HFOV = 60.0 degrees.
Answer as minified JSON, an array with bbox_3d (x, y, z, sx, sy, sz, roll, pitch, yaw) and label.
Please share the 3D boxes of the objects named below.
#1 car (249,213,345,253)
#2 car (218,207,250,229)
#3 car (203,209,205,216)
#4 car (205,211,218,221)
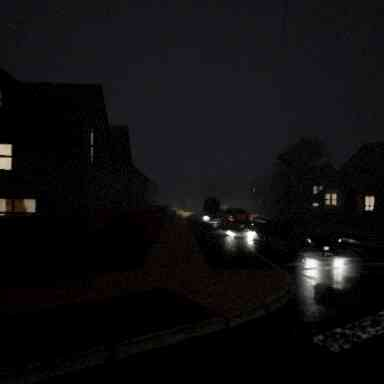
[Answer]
[{"bbox_3d":[4.822,1.932,15.882,2.033,1.411,5.357,1,-2,-12],"label":"car"},{"bbox_3d":[3.702,2.086,27.326,2.097,1.767,4.553,1,-2,-2],"label":"car"},{"bbox_3d":[2.716,3.020,52.400,2.128,1.511,4.902,1,-2,-2],"label":"car"},{"bbox_3d":[3.173,2.687,40.156,2.033,1.411,5.357,1,-2,-2],"label":"car"}]
